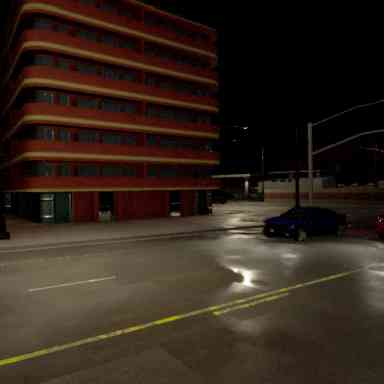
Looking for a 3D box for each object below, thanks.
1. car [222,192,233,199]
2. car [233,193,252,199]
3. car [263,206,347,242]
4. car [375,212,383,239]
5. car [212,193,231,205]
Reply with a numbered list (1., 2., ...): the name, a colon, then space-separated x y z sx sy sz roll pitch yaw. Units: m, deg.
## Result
1. car: 8.918 0.930 86.185 4.611 1.667 2.242 -1 1 -35
2. car: 12.890 1.061 81.963 3.806 1.475 1.970 -1 1 -35
3. car: 5.698 1.496 16.591 5.008 1.535 1.882 0 0 -35
4. car: 11.168 1.221 16.140 5.566 2.045 2.150 0 0 -35
5. car: 4.057 1.416 58.907 1.837 1.490 4.892 -1 0 -37
